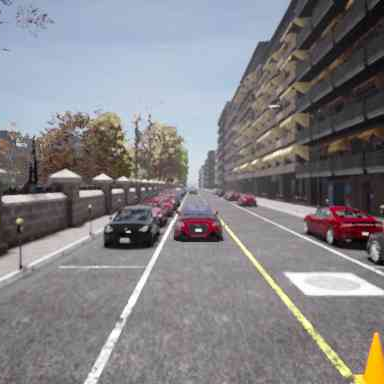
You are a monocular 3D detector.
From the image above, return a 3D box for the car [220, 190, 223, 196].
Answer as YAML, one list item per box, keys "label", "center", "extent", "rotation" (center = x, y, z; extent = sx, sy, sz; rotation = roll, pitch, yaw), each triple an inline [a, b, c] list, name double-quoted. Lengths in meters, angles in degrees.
- label: "car"
  center: [6.006, 0.548, 53.216]
  extent: [1.802, 1.307, 4.206]
  rotation: [0, 1, 0]

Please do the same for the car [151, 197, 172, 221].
- label: "car"
  center: [-2.352, 1.179, 19.437]
  extent: [1.802, 1.307, 4.206]
  rotation: [0, 1, 0]

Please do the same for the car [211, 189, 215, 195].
- label: "car"
  center: [5.991, -0.014, 75.730]
  extent: [1.967, 1.590, 4.097]
  rotation: [0, 1, 0]

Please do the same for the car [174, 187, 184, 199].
- label: "car"
  center: [-2.363, 0.586, 36.316]
  extent: [2.192, 1.841, 5.009]
  rotation: [0, 1, 0]

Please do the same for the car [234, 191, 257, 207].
- label: "car"
  center: [6.017, 0.867, 36.327]
  extent: [1.802, 1.307, 4.206]
  rotation: [0, 1, 0]

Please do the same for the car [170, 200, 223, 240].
- label: "car"
  center: [0.245, 1.258, 14.905]
  extent: [1.994, 1.385, 4.181]
  rotation: [0, 1, 0]

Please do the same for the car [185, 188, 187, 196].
- label: "car"
  center: [-2.382, 0.306, 64.468]
  extent: [1.947, 1.339, 4.313]
  rotation: [0, 1, 0]

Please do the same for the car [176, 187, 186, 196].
- label: "car"
  center: [-2.389, -0.153, 75.722]
  extent: [2.192, 1.841, 5.009]
  rotation: [0, 1, 0]

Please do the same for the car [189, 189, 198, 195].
- label: "car"
  center: [0.297, 0.009, 80.796]
  extent: [1.994, 1.385, 4.181]
  rotation: [0, 1, 0]

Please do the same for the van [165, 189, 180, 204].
- label: "van"
  center: [-2.366, 0.505, 41.946]
  extent: [1.690, 1.788, 3.998]
  rotation: [0, 1, 0]

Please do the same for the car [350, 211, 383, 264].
- label: "car"
  center: [6.036, 1.392, 8.182]
  extent: [2.008, 1.369, 4.403]
  rotation: [0, 1, 0]

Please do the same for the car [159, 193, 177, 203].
- label: "car"
  center: [-2.355, 1.030, 25.063]
  extent: [1.887, 1.381, 4.507]
  rotation: [0, 1, 0]

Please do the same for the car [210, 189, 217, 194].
- label: "car"
  center: [5.979, -0.176, 92.621]
  extent: [1.802, 1.307, 4.206]
  rotation: [0, 1, 0]

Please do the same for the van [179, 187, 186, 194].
- label: "van"
  center: [-2.397, -0.331, 86.980]
  extent: [1.690, 1.788, 3.998]
  rotation: [0, 1, 0]

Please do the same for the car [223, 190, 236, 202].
- label: "car"
  center: [6.010, 0.512, 47.583]
  extent: [1.967, 1.590, 4.097]
  rotation: [0, 1, 0]

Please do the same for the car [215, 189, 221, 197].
- label: "car"
  center: [5.998, 0.320, 64.474]
  extent: [1.947, 1.339, 4.313]
  rotation: [0, 1, 0]

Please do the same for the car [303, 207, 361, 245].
- label: "car"
  center: [6.033, 1.271, 13.812]
  extent: [1.887, 1.381, 4.507]
  rotation: [0, 1, 0]

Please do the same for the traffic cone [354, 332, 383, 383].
- label: "traffic cone"
  center: [2.072, 1.880, 3.747]
  extent: [0.340, 0.580, 0.340]
  rotation: [0, 1, 0]

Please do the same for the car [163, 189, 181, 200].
- label: "car"
  center: [-2.358, 0.817, 30.688]
  extent: [1.967, 1.590, 4.097]
  rotation: [0, 1, 0]

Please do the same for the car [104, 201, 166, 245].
- label: "car"
  center: [-2.347, 1.278, 13.807]
  extent: [1.947, 1.339, 4.313]
  rotation: [0, 1, 0]
